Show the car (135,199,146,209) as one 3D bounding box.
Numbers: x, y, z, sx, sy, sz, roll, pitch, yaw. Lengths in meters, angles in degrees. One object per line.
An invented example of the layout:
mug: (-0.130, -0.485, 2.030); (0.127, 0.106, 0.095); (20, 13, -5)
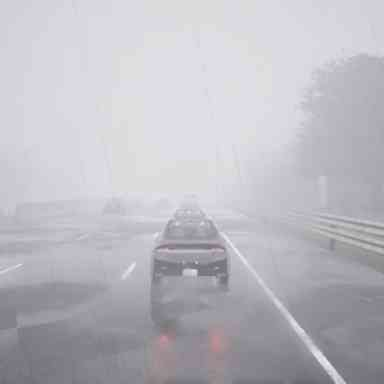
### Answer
car: (-7.324, 1.560, 44.624); (1.895, 1.301, 4.718); (0, 0, -1)

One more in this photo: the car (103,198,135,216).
car: (-7.182, 1.322, 32.402); (2.097, 1.767, 4.553); (0, 0, -1)

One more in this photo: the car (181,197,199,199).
car: (-0.191, 1.533, 33.210); (1.994, 1.385, 4.181); (0, 0, -1)

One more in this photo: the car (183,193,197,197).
car: (-0.316, 1.183, 44.041); (2.150, 2.045, 5.566); (0, 0, -1)

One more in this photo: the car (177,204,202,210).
car: (-0.131, 1.583, 18.756); (1.895, 1.301, 4.718); (0, 0, -1)

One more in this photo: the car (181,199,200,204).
car: (-0.210, 1.523, 25.995); (2.033, 1.411, 5.357); (0, 0, -1)

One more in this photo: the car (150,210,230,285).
car: (-0.047, 1.482, 9.439); (2.128, 1.511, 4.902); (0, 0, 0)

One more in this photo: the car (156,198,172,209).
car: (-3.829, 1.506, 45.095); (2.033, 1.411, 5.357); (0, 0, -1)

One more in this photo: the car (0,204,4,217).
car: (-17.824, 1.452, 27.892); (1.882, 1.535, 5.008); (0, 0, -1)
